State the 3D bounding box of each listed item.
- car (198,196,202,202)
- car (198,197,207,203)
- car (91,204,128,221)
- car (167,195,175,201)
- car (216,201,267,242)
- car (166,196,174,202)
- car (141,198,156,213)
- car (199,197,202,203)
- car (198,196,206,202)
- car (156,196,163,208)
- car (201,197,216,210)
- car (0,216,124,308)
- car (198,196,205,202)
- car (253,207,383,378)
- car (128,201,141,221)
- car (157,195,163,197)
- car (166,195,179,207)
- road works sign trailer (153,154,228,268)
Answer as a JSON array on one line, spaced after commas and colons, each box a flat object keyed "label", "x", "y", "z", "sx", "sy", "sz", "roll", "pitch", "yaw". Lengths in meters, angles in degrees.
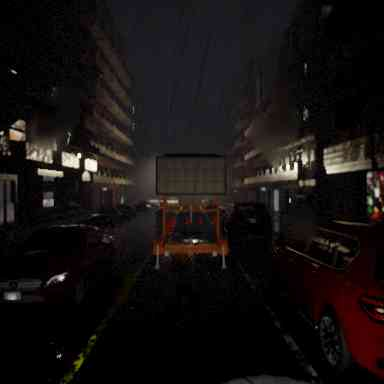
[{"label": "car", "x": 2.527, "y": 1.641, "z": 55.967, "sx": 1.967, "sy": 1.590, "sz": 4.097, "roll": -1, "pitch": 0, "yaw": 0}, {"label": "car", "x": 2.468, "y": 1.849, "z": 78.374, "sx": 1.947, "sy": 1.339, "sz": 4.313, "roll": -1, "pitch": 0, "yaw": 0}, {"label": "car", "x": -5.759, "y": 1.662, "z": 22.360, "sx": 1.802, "sy": 1.307, "sz": 4.206, "roll": -1, "pitch": 0, "yaw": 0}, {"label": "car", "x": -5.962, "y": 1.661, "z": 95.187, "sx": 2.192, "sy": 1.841, "sz": 5.009, "roll": -1, "pitch": 0, "yaw": 0}, {"label": "car", "x": 2.633, "y": 1.375, "z": 16.753, "sx": 2.192, "sy": 1.841, "sz": 5.009, "roll": -1, "pitch": 0, "yaw": 0}, {"label": "car", "x": -5.943, "y": 1.875, "z": 89.584, "sx": 2.008, "sy": 1.369, "sz": 4.403, "roll": -1, "pitch": 0, "yaw": 0}, {"label": "car", "x": -5.805, "y": 1.691, "z": 39.166, "sx": 2.008, "sy": 1.369, "sz": 4.403, "roll": -1, "pitch": 0, "yaw": 0}, {"label": "car", "x": 2.544, "y": 1.746, "z": 50.364, "sx": 1.947, "sy": 1.339, "sz": 4.313, "roll": -1, "pitch": 0, "yaw": 0}, {"label": "car", "x": 2.452, "y": 1.854, "z": 83.977, "sx": 2.008, "sy": 1.369, "sz": 4.403, "roll": -1, "pitch": 0, "yaw": 0}, {"label": "car", "x": -5.836, "y": 1.731, "z": 50.370, "sx": 2.008, "sy": 1.369, "sz": 4.403, "roll": -1, "pitch": 0, "yaw": 0}, {"label": "car", "x": 2.559, "y": 1.686, "z": 44.932, "sx": 1.752, "sy": 1.417, "sz": 4.829, "roll": -1, "pitch": 0, "yaw": 0}, {"label": "car", "x": -3.121, "y": 1.555, "z": 8.097, "sx": 1.812, "sy": 1.442, "sz": 4.674, "roll": 0, "pitch": 0, "yaw": 0}, {"label": "car", "x": 2.437, "y": 1.850, "z": 89.749, "sx": 1.752, "sy": 1.417, "sz": 4.829, "roll": -1, "pitch": 0, "yaw": 0}, {"label": "car", "x": 2.664, "y": 1.335, "z": 5.549, "sx": 2.192, "sy": 1.841, "sz": 5.009, "roll": -1, "pitch": 0, "yaw": 0}, {"label": "car", "x": -5.774, "y": 1.682, "z": 27.962, "sx": 1.802, "sy": 1.307, "sz": 4.206, "roll": -1, "pitch": 0, "yaw": 0}, {"label": "car", "x": -5.870, "y": 1.536, "z": 61.575, "sx": 2.192, "sy": 1.841, "sz": 5.009, "roll": -1, "pitch": 0, "yaw": 0}, {"label": "car", "x": -3.150, "y": 1.725, "z": 54.805, "sx": 1.812, "sy": 1.442, "sz": 4.674, "roll": 0, "pitch": 0, "yaw": 0}, {"label": "road works sign trailer", "x": -0.026, "y": 0.505, "z": 11.394, "sx": 2.380, "sy": 3.560, "sz": 2.880, "roll": 0, "pitch": 0, "yaw": 1}]
